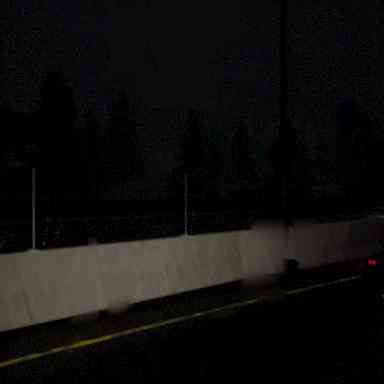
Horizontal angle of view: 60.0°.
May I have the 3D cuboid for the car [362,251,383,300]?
[{"bbox_3d":[5.528,1.508,6.962,4.181,1.385,1.994,0,0,-31],"label":"car"}]
